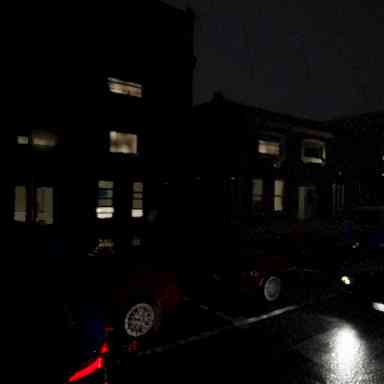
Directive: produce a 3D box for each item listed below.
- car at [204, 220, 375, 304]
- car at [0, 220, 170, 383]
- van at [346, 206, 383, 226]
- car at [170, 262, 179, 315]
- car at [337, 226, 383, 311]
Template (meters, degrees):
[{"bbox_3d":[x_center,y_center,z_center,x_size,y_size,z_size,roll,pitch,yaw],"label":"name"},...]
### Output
[{"bbox_3d":[2.345,1.553,8.216,4.507,1.381,1.887,0,1,-35],"label":"car"},{"bbox_3d":[-3.041,1.220,1.201,5.566,2.045,2.150,0,0,-35],"label":"car"},{"bbox_3d":[6.978,1.356,11.515,3.998,1.788,1.690,0,1,-35],"label":"van"},{"bbox_3d":[-2.325,1.546,4.978,4.507,1.381,1.887,0,1,-35],"label":"car"},{"bbox_3d":[5.347,1.558,7.180,5.357,1.411,2.033,0,0,-36],"label":"car"}]
